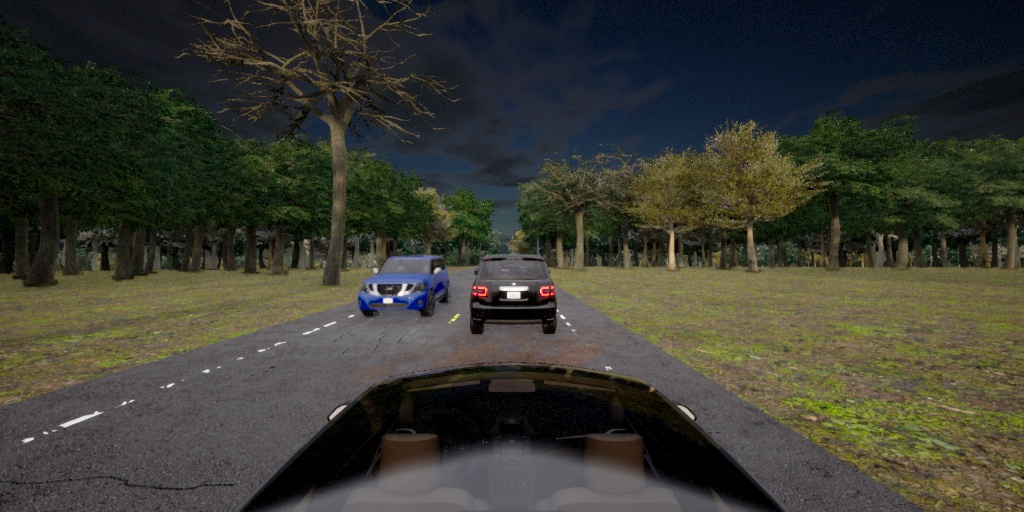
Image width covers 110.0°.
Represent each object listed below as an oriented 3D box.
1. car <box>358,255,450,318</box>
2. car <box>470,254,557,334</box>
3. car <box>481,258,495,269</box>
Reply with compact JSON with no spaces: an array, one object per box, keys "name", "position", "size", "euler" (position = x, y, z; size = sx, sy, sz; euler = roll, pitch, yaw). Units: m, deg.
[{"name":"car","position":[-3.709,0.977,13.421],"size":[2.150,2.045,5.566],"euler":[0,0,-1]},{"name":"car","position":[0.016,0.976,10.748],"size":[2.150,2.045,5.566],"euler":[0,0,-1]},{"name":"car","position":[-4.057,1.259,60.604],"size":[2.097,1.767,4.553],"euler":[0,-1,-1]}]
